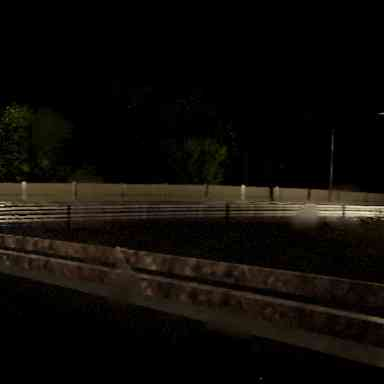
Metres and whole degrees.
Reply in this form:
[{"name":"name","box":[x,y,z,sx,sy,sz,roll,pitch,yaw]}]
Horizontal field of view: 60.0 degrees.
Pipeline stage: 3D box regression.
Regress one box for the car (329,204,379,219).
[{"name":"car","box":[16.721,1.967,34.199,5.357,1.411,2.033,2,-1,-19]}]
